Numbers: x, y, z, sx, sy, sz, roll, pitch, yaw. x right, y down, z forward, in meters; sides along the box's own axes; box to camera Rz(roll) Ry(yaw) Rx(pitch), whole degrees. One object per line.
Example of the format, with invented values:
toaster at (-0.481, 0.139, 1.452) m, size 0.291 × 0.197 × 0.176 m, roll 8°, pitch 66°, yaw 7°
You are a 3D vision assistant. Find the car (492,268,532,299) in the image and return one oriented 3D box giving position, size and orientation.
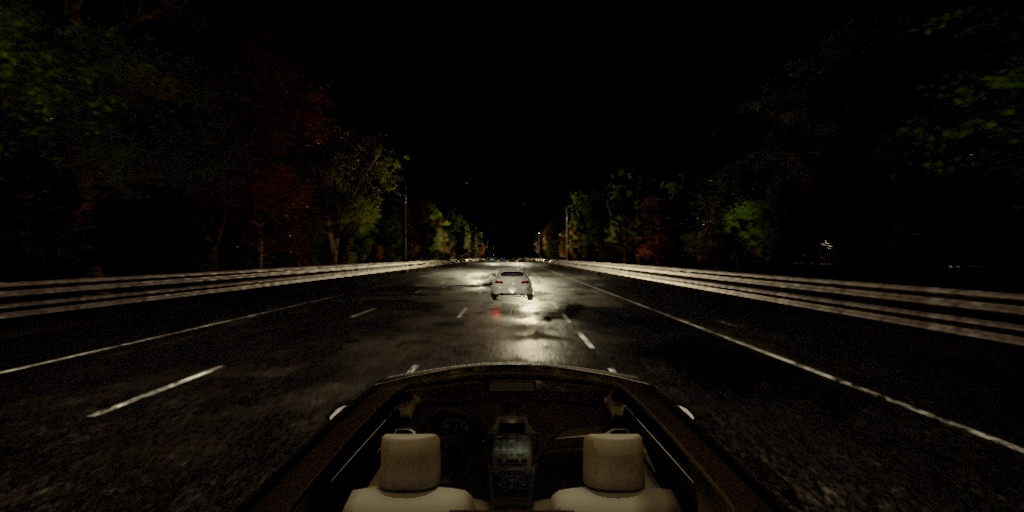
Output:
car at (0.006, 1.306, 17.896) m, size 1.812 × 1.442 × 4.674 m, roll 0°, pitch 0°, yaw 0°
